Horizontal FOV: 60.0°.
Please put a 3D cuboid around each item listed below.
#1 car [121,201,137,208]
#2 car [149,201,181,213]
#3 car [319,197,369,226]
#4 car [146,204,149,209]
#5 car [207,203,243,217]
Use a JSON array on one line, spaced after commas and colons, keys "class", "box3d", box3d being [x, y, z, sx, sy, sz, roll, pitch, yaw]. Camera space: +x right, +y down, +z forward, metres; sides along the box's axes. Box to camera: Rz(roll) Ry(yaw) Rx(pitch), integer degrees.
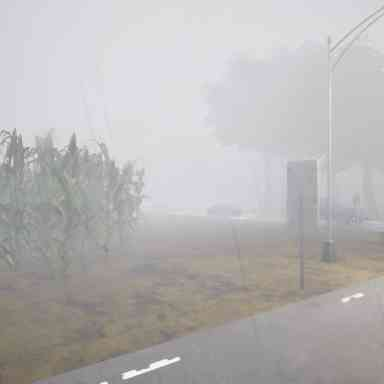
[{"class": "car", "box3d": [-11.468, 2.164, 61.267, 1.812, 1.442, 4.674, -1, 0, -35]}, {"class": "car", "box3d": [-3.496, 2.056, 45.035, 1.895, 1.301, 4.718, -1, 0, -35]}, {"class": "car", "box3d": [10.386, 1.404, 25.416, 2.150, 2.045, 5.566, -1, 0, -36]}, {"class": "car", "box3d": [-5.502, 2.112, 52.860, 1.895, 1.301, 4.718, -1, 0, -35]}, {"class": "car", "box3d": [3.420, 1.882, 35.214, 1.994, 1.385, 4.181, -1, 0, -35]}]
